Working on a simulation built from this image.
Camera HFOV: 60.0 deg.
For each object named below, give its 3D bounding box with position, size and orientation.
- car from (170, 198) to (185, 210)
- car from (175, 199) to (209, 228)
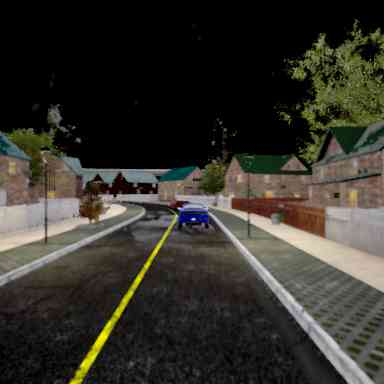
[{"bbox_3d":[-1.600,1.485,42.740,1.882,1.535,5.008,0,0,-11],"label":"car"},{"bbox_3d":[0.091,1.486,22.400,1.882,1.535,5.008,0,0,0],"label":"car"}]
